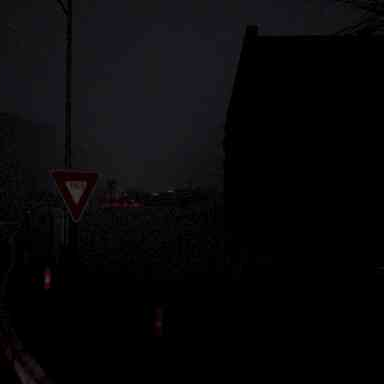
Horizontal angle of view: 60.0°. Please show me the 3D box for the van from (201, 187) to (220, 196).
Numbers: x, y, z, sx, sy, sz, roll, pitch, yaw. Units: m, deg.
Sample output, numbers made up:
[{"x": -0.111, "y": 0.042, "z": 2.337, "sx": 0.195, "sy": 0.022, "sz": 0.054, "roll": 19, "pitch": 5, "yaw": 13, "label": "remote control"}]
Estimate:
[{"x": 4.511, "y": -0.140, "z": 81.673, "sx": 4.442, "sy": 1.987, "sz": 1.878, "roll": 1, "pitch": 1, "yaw": 12, "label": "van"}]

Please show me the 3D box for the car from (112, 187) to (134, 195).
[{"x": -16.537, "y": -0.273, "z": 79.531, "sx": 4.553, "sy": 1.767, "sz": 2.185, "roll": 1, "pitch": 1, "yaw": 12, "label": "car"}]

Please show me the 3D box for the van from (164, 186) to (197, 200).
[{"x": -2.057, "y": 0.484, "z": 51.947, "sx": 4.442, "sy": 1.987, "sz": 1.878, "roll": 1, "pitch": 1, "yaw": 12, "label": "van"}]

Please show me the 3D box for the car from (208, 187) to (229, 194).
[{"x": 7.595, "y": -0.415, "z": 95.220, "sx": 5.566, "sy": 2.045, "sz": 2.435, "roll": 1, "pitch": 1, "yaw": 12, "label": "car"}]

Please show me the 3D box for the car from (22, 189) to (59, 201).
[{"x": -22.997, "y": 0.318, "z": 49.895, "sx": 4.553, "sy": 1.767, "sz": 2.185, "roll": 1, "pitch": 1, "yaw": 12, "label": "car"}]

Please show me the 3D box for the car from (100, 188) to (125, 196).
[{"x": -17.699, "y": -0.037, "z": 74.144, "sx": 5.008, "sy": 1.535, "sz": 2.097, "roll": 1, "pitch": 1, "yaw": 12, "label": "car"}]

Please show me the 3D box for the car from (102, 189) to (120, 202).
[{"x": -10.629, "y": 0.710, "z": 48.098, "sx": 1.812, "sy": 1.442, "sz": 4.674, "roll": 1, "pitch": 1, "yaw": 13, "label": "car"}]

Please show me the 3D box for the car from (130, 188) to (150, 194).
[{"x": -14.131, "y": -0.351, "z": 90.295, "sx": 4.892, "sy": 1.521, "sz": 2.231, "roll": 1, "pitch": 1, "yaw": 12, "label": "car"}]

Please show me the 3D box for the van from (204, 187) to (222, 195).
[{"x": 5.339, "y": -0.188, "z": 84.334, "sx": 4.442, "sy": 1.987, "sz": 1.878, "roll": 1, "pitch": 1, "yaw": 12, "label": "van"}]

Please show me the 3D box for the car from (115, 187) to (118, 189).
[{"x": -18.698, "y": 0.076, "z": 68.719, "sx": 5.366, "sy": 1.575, "sz": 1.946, "roll": 1, "pitch": 1, "yaw": 12, "label": "car"}]

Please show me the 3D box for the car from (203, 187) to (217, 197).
[{"x": 1.805, "y": 0.367, "z": 68.047, "sx": 5.366, "sy": 1.575, "sz": 1.946, "roll": 1, "pitch": 1, "yaw": 12, "label": "car"}]

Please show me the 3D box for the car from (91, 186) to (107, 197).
[{"x": -19.496, "y": -0.120, "z": 66.066, "sx": 5.566, "sy": 2.045, "sz": 2.435, "roll": 1, "pitch": 1, "yaw": 12, "label": "car"}]

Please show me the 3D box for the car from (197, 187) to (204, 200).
[{"x": -0.742, "y": 0.477, "z": 57.225, "sx": 4.553, "sy": 1.767, "sz": 2.185, "roll": 1, "pitch": 1, "yaw": 12, "label": "car"}]

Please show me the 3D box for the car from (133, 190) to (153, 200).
[{"x": -8.496, "y": 0.510, "z": 57.808, "sx": 1.837, "sy": 1.490, "sz": 4.892, "roll": 1, "pitch": 1, "yaw": 12, "label": "car"}]

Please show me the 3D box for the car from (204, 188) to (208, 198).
[{"x": -0.153, "y": 0.540, "z": 60.071, "sx": 5.008, "sy": 1.535, "sz": 2.097, "roll": 1, "pitch": 1, "yaw": 12, "label": "car"}]

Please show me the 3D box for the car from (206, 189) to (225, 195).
[{"x": 6.391, "y": -0.037, "z": 89.799, "sx": 4.792, "sy": 1.488, "sz": 2.163, "roll": 1, "pitch": 1, "yaw": 12, "label": "car"}]

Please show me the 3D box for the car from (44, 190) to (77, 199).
[{"x": -21.841, "y": 0.388, "z": 55.293, "sx": 4.674, "sy": 1.452, "sz": 2.002, "roll": 1, "pitch": 1, "yaw": 12, "label": "car"}]

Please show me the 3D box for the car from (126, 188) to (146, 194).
[{"x": -14.724, "y": -0.302, "z": 87.603, "sx": 4.892, "sy": 1.521, "sz": 2.231, "roll": 1, "pitch": 1, "yaw": 12, "label": "car"}]

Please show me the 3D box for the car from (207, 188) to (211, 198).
[{"x": 0.431, "y": 0.485, "z": 62.660, "sx": 4.892, "sy": 1.521, "sz": 2.231, "roll": 1, "pitch": 1, "yaw": 12, "label": "car"}]

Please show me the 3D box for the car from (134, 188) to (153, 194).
[{"x": -13.539, "y": -0.400, "z": 92.986, "sx": 4.892, "sy": 1.521, "sz": 2.231, "roll": 1, "pitch": 1, "yaw": 12, "label": "car"}]

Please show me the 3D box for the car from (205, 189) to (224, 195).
[{"x": 5.845, "y": 0.022, "z": 87.202, "sx": 4.674, "sy": 1.452, "sz": 2.002, "roll": 1, "pitch": 1, "yaw": 12, "label": "car"}]

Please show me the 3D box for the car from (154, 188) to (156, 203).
[{"x": -5.505, "y": 0.545, "z": 57.450, "sx": 2.128, "sy": 1.511, "sz": 4.902, "roll": 1, "pitch": 1, "yaw": 13, "label": "car"}]

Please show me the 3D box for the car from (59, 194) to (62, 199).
[{"x": -22.441, "y": 0.397, "z": 52.603, "sx": 5.008, "sy": 1.535, "sz": 2.097, "roll": 1, "pitch": 1, "yaw": 12, "label": "car"}]

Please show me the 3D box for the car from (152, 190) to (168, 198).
[{"x": -6.436, "y": 0.399, "z": 67.346, "sx": 1.895, "sy": 1.301, "sz": 4.718, "roll": 1, "pitch": 1, "yaw": 12, "label": "car"}]

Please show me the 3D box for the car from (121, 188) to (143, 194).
[{"x": -15.317, "y": -0.250, "z": 84.910, "sx": 4.892, "sy": 1.521, "sz": 2.231, "roll": 1, "pitch": 1, "yaw": 12, "label": "car"}]

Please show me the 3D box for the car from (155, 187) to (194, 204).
[{"x": -2.542, "y": 0.636, "z": 49.079, "sx": 4.553, "sy": 1.767, "sz": 2.185, "roll": 1, "pitch": 1, "yaw": 12, "label": "car"}]

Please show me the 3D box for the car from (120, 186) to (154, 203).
[{"x": -7.708, "y": 0.461, "z": 47.427, "sx": 2.150, "sy": 2.045, "sz": 5.566, "roll": 1, "pitch": 1, "yaw": 13, "label": "car"}]

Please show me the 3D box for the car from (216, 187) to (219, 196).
[{"x": 2.226, "y": 0.055, "z": 70.922, "sx": 5.566, "sy": 2.045, "sz": 2.435, "roll": 1, "pitch": 1, "yaw": 12, "label": "car"}]

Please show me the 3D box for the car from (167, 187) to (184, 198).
[{"x": -3.322, "y": 0.057, "z": 67.505, "sx": 2.150, "sy": 2.045, "sz": 5.566, "roll": 1, "pitch": 1, "yaw": 12, "label": "car"}]

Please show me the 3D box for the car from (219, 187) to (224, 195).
[{"x": 4.053, "y": -0.109, "z": 78.927, "sx": 5.566, "sy": 2.045, "sz": 2.435, "roll": 1, "pitch": 1, "yaw": 12, "label": "car"}]

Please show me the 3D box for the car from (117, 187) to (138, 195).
[{"x": -15.883, "y": -0.325, "z": 82.210, "sx": 4.553, "sy": 1.767, "sz": 2.185, "roll": 1, "pitch": 1, "yaw": 12, "label": "car"}]

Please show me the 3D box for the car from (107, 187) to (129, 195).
[{"x": -17.129, "y": -0.219, "z": 76.839, "sx": 4.553, "sy": 1.767, "sz": 2.185, "roll": 1, "pitch": 1, "yaw": 12, "label": "car"}]
